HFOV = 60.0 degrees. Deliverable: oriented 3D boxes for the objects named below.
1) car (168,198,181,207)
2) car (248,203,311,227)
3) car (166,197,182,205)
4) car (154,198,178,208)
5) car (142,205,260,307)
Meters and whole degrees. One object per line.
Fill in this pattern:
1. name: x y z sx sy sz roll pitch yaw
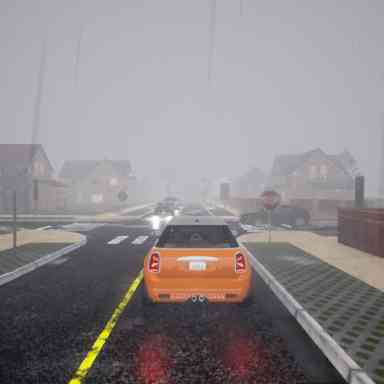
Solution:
1. car: -2.842 1.668 55.245 1.812 1.442 4.674 0 0 0
2. car: 5.570 1.554 22.629 4.892 1.490 1.837 0 0 -8
3. car: -2.846 1.443 45.017 2.097 1.767 4.553 0 0 0
4. car: -2.852 1.651 35.102 1.895 1.301 4.718 0 0 0
5. car: 0.100 1.352 8.126 2.097 1.767 4.553 0 0 0
